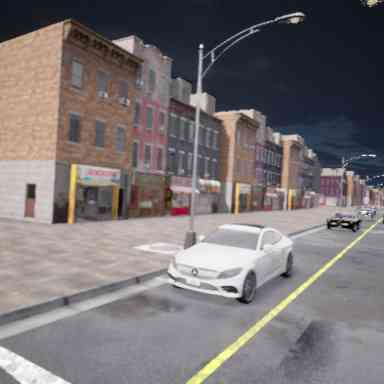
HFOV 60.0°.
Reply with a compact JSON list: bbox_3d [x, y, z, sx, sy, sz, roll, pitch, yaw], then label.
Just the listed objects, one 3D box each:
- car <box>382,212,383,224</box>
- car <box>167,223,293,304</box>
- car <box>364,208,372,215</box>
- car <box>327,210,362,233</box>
[{"bbox_3d":[20.346,2.505,33.489,2.128,1.511,4.902,3,0,32],"label":"car"},{"bbox_3d":[1.277,1.574,8.589,1.812,1.442,4.674,3,0,32],"label":"car"},{"bbox_3d":[19.700,2.114,37.796,2.128,1.511,4.902,3,0,32],"label":"car"},{"bbox_3d":[11.304,2.149,24.618,1.895,1.301,4.718,3,0,32],"label":"car"}]
